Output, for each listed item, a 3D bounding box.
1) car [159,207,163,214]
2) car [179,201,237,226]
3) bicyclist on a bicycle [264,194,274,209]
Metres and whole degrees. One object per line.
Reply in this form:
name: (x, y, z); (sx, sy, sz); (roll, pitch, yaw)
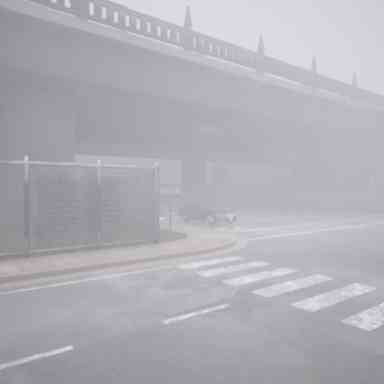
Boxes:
car: (-4.752, 1.447, 30.625); (2.033, 1.411, 5.357); (-1, 0, -36)
car: (0.987, 1.390, 22.742); (2.128, 1.511, 4.902); (-1, 0, -36)
bicyclist on a bicycle: (8.563, 1.094, 36.941); (1.656, 1.620, 0.582); (-1, 1, -36)
